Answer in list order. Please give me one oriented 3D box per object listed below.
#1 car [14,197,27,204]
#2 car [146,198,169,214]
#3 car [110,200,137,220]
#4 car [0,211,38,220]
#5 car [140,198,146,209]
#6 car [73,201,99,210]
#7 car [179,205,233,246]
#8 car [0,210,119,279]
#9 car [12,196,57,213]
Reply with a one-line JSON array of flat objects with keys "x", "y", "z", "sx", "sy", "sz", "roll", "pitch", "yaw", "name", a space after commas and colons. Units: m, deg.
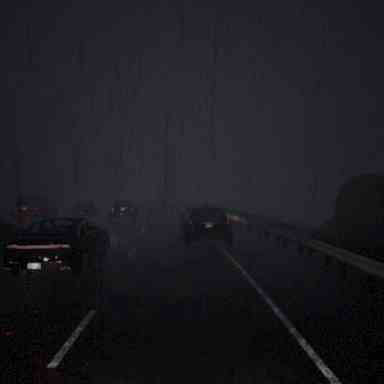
[{"x": -37.442, "y": 1.728, "z": 72.707, "sx": 2.033, "sy": 1.411, "sz": 5.357, "roll": 0, "pitch": 0, "yaw": -24, "name": "car"}, {"x": -3.764, "y": 1.585, "z": 37.363, "sx": 1.882, "sy": 1.535, "sz": 5.008, "roll": 0, "pitch": 0, "yaw": -12, "name": "car"}, {"x": -5.834, "y": 1.439, "z": 28.576, "sx": 2.097, "sy": 1.767, "sz": 4.553, "roll": 0, "pitch": 0, "yaw": -9, "name": "car"}, {"x": -7.451, "y": 1.608, "z": 11.892, "sx": 1.994, "sy": 1.385, "sz": 4.181, "roll": 0, "pitch": 0, "yaw": -4, "name": "car"}, {"x": -6.518, "y": 1.622, "z": 49.453, "sx": 1.882, "sy": 1.535, "sz": 5.008, "roll": 0, "pitch": 0, "yaw": -16, "name": "car"}, {"x": -9.681, "y": 1.589, "z": 30.520, "sx": 2.128, "sy": 1.511, "sz": 4.902, "roll": 0, "pitch": 0, "yaw": -9, "name": "car"}, {"x": 0.517, "y": 1.393, "z": 15.595, "sx": 2.097, "sy": 1.767, "sz": 4.553, "roll": 0, "pitch": 0, "yaw": -5, "name": "car"}, {"x": -3.827, "y": 1.525, "z": 10.228, "sx": 2.128, "sy": 1.511, "sz": 4.902, "roll": 0, "pitch": 0, "yaw": -3, "name": "car"}, {"x": -12.613, "y": 1.314, "z": 26.905, "sx": 2.150, "sy": 2.045, "sz": 5.566, "roll": 0, "pitch": 0, "yaw": -9, "name": "car"}]
